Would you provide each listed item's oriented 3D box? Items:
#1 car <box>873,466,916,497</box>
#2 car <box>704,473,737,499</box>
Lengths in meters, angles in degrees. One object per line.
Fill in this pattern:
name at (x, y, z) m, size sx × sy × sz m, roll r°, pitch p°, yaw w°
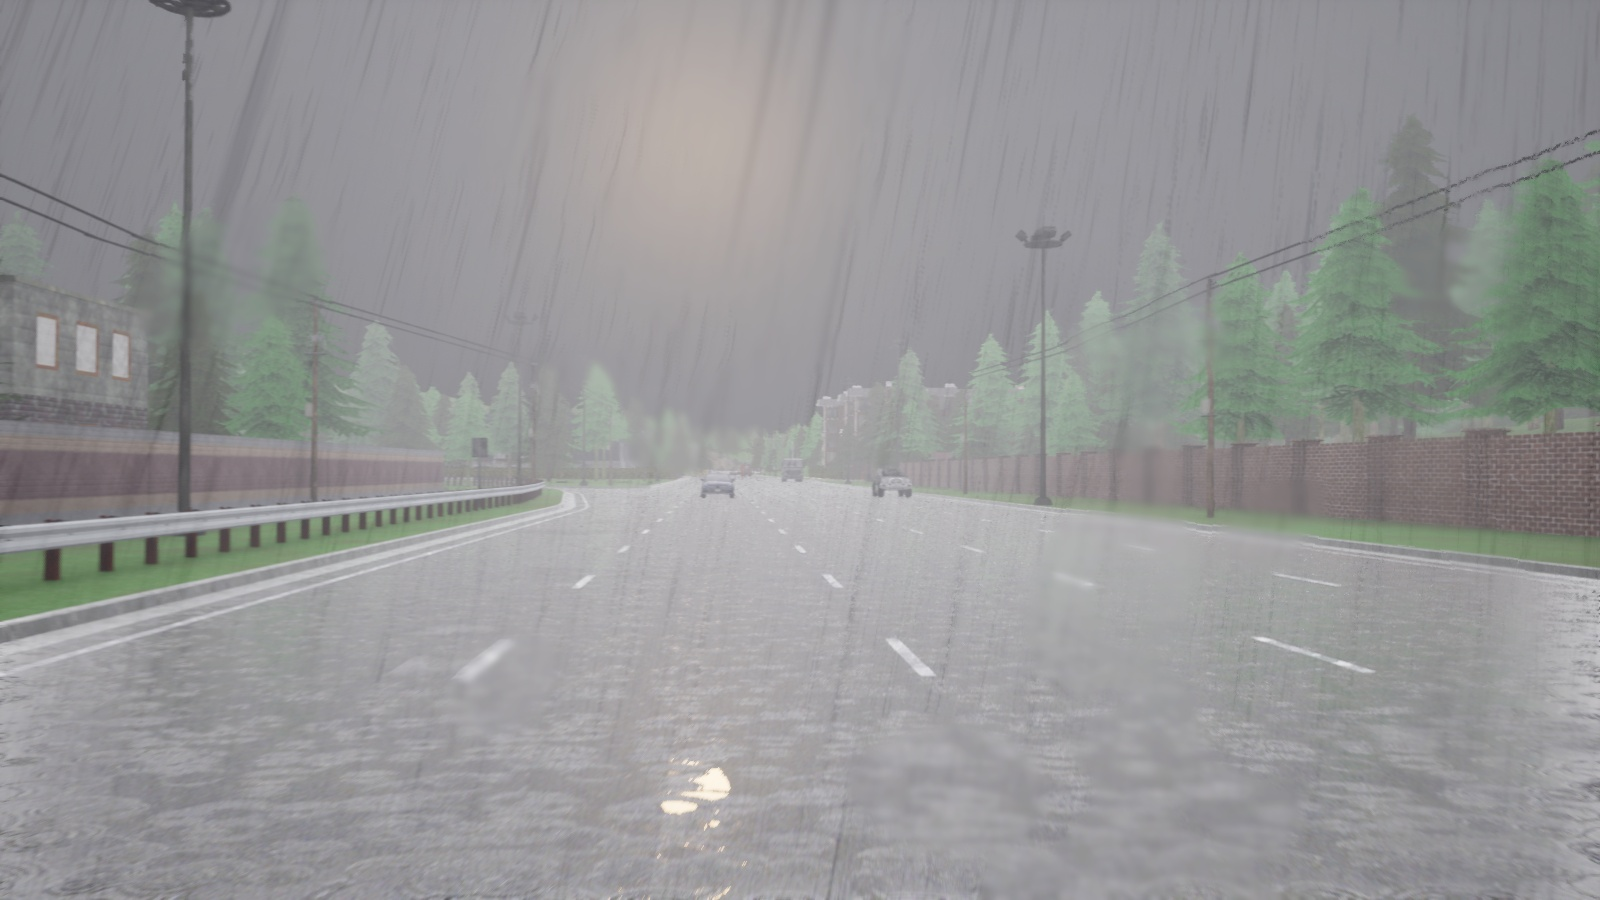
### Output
car at (5.699, 1.888, 76.181) m, size 1.932 × 1.855 × 4.605 m, roll 0°, pitch -1°, yaw -4°
car at (-4.586, 2.070, 72.358) m, size 1.812 × 1.442 × 4.674 m, roll 0°, pitch -1°, yaw -4°
